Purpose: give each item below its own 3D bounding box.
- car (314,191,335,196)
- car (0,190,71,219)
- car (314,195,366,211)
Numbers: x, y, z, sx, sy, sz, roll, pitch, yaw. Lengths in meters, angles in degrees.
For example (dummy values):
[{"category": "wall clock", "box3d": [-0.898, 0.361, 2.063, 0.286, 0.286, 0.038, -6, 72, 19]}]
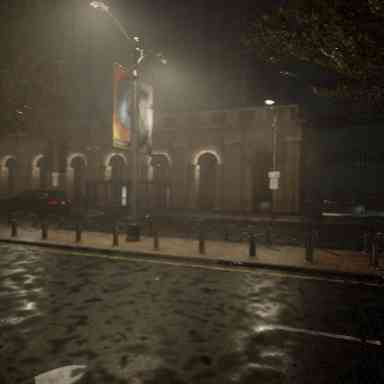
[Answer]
[{"category": "car", "box3d": [26.043, 0.909, 63.132, 5.566, 2.045, 2.435, 1, 1, 21]}, {"category": "car", "box3d": [-11.754, 0.831, 24.872, 5.566, 2.045, 2.150, 1, 1, 21]}, {"category": "car", "box3d": [15.604, 1.363, 34.898, 4.786, 1.482, 2.161, 1, 1, 21]}]
